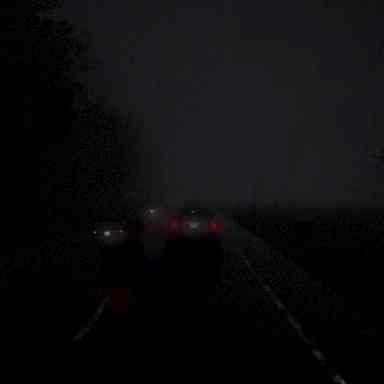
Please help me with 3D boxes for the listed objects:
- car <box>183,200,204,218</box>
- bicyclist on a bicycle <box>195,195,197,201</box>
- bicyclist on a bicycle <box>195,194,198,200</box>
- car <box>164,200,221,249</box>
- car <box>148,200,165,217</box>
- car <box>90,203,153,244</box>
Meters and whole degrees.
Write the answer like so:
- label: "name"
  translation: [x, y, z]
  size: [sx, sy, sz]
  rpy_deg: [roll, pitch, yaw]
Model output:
- label: "car"
  translation: [0.132, 1.527, 31.356]
  size: [1.837, 1.490, 4.892]
  rpy_deg: [0, 0, 0]
- label: "bicyclist on a bicycle"
  translation: [1.075, 1.519, 89.837]
  size: [0.582, 1.620, 1.656]
  rpy_deg: [0, 0, 0]
- label: "bicyclist on a bicycle"
  translation: [1.062, 1.428, 80.833]
  size: [0.659, 1.776, 1.843]
  rpy_deg: [0, 0, 0]
- label: "car"
  translation: [0.108, 1.362, 14.831]
  size: [2.097, 1.767, 4.553]
  rpy_deg: [0, 0, 0]
- label: "car"
  translation: [-3.367, 1.527, 31.373]
  size: [1.837, 1.490, 4.892]
  rpy_deg: [0, 0, 0]
- label: "car"
  translation: [-3.387, 1.503, 15.930]
  size: [2.128, 1.511, 4.902]
  rpy_deg: [0, 0, 0]
